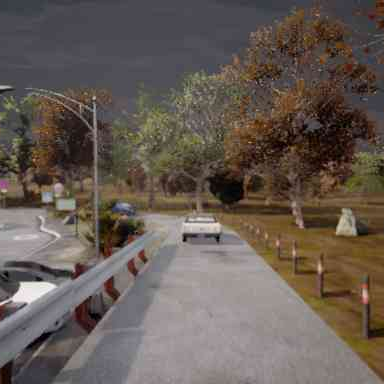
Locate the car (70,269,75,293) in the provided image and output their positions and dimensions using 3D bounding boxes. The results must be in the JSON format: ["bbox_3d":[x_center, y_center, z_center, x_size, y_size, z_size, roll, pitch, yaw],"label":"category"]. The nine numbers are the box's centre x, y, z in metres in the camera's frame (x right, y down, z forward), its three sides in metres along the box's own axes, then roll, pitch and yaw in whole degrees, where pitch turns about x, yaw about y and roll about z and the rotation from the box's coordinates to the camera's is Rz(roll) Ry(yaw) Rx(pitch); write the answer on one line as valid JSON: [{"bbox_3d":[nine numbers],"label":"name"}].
[{"bbox_3d":[-6.696,3.505,12.972,4.792,1.488,2.163,0,4,-19],"label":"car"}]

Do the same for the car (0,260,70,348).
[{"bbox_3d":[-6.754,3.428,9.937,5.566,2.045,2.435,0,4,-19],"label":"car"}]

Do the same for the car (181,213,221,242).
[{"bbox_3d":[0.432,1.782,17.629,1.895,1.301,4.718,0,-1,0],"label":"car"}]

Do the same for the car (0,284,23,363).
[{"bbox_3d":[-6.860,3.632,6.885,5.566,2.045,2.435,0,4,-19],"label":"car"}]

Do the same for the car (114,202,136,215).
[{"bbox_3d":[-7.957,1.795,35.195,4.674,1.442,1.812,0,3,34],"label":"car"}]
